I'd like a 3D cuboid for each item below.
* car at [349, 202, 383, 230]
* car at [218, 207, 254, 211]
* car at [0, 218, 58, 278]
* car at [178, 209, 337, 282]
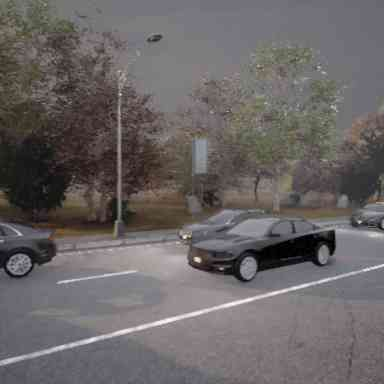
[{"bbox_3d":[11.697,1.424,20.631,4.892,1.490,1.837,-2,2,-35],"label":"car"},{"bbox_3d":[1.728,1.429,13.712,4.892,1.490,1.837,0,0,-35],"label":"car"},{"bbox_3d":[-6.000,1.429,8.337,4.892,1.490,1.837,0,0,-35],"label":"car"},{"bbox_3d":[2.191,1.427,9.771,5.008,1.535,1.882,0,0,-35],"label":"car"}]
